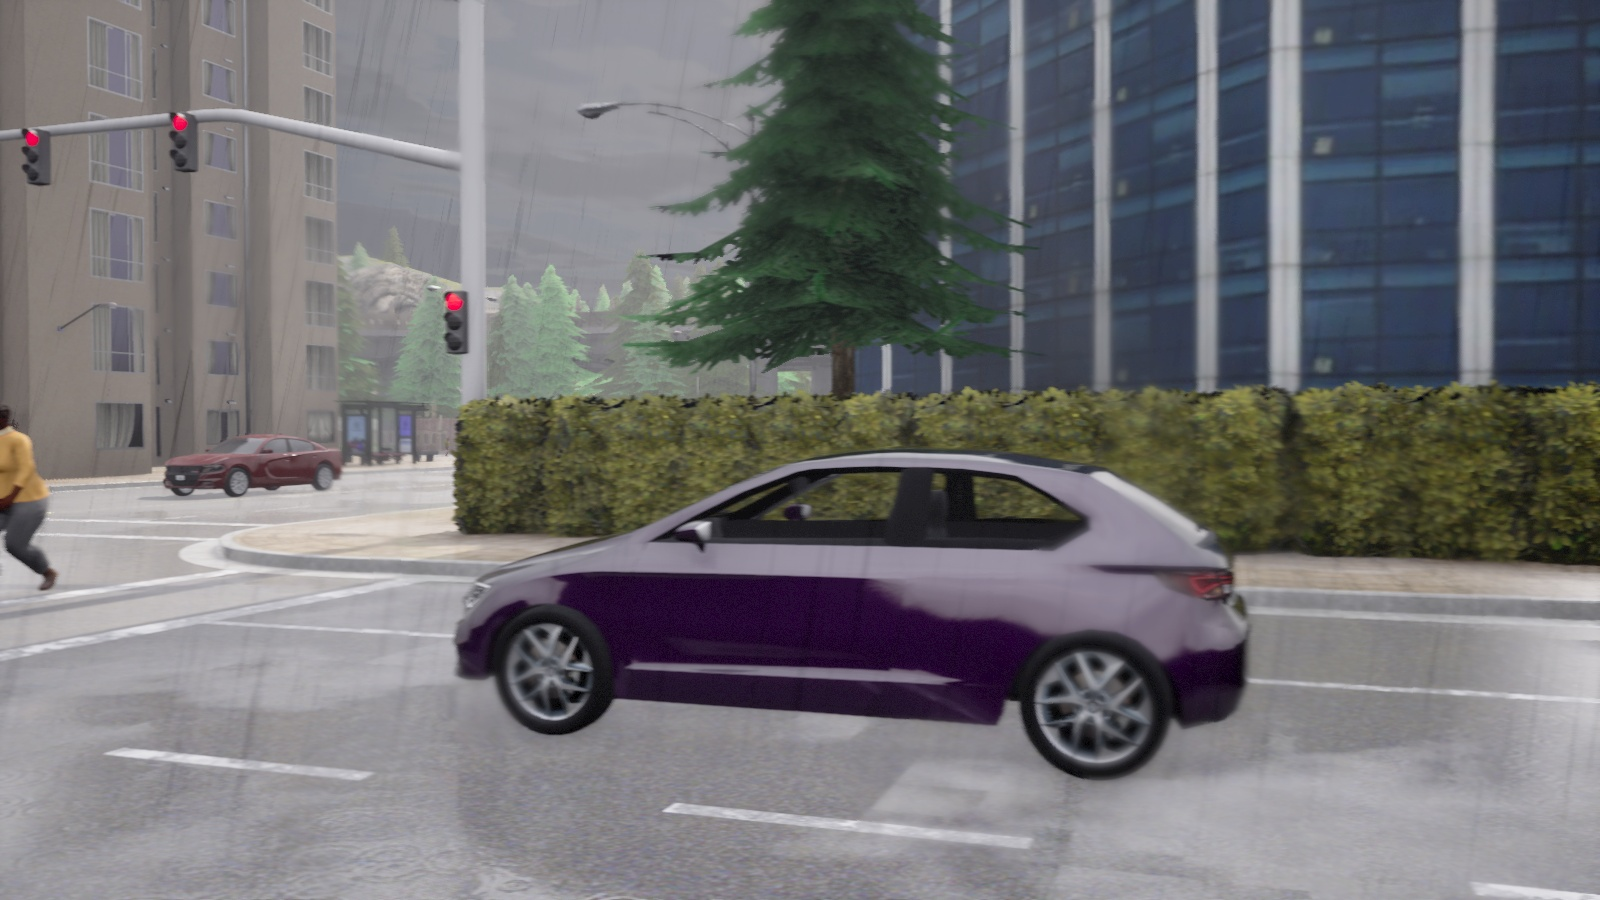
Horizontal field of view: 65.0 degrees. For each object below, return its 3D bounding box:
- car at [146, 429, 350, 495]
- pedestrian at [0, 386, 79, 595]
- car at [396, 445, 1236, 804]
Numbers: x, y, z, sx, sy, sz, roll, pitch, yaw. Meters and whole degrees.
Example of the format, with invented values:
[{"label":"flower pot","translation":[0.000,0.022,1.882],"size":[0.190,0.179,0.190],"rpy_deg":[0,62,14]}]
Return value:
[{"label":"car","translation":[-13.969,0.236,32.180],"size":[1.882,1.535,5.008],"rpy_deg":[1,1,19]},{"label":"pedestrian","translation":[-7.379,0.352,11.583],"size":[0.874,1.855,0.900],"rpy_deg":[1,1,20]},{"label":"car","translation":[0.139,0.731,6.840],"size":[4.193,1.474,1.816],"rpy_deg":[1,1,19]}]
